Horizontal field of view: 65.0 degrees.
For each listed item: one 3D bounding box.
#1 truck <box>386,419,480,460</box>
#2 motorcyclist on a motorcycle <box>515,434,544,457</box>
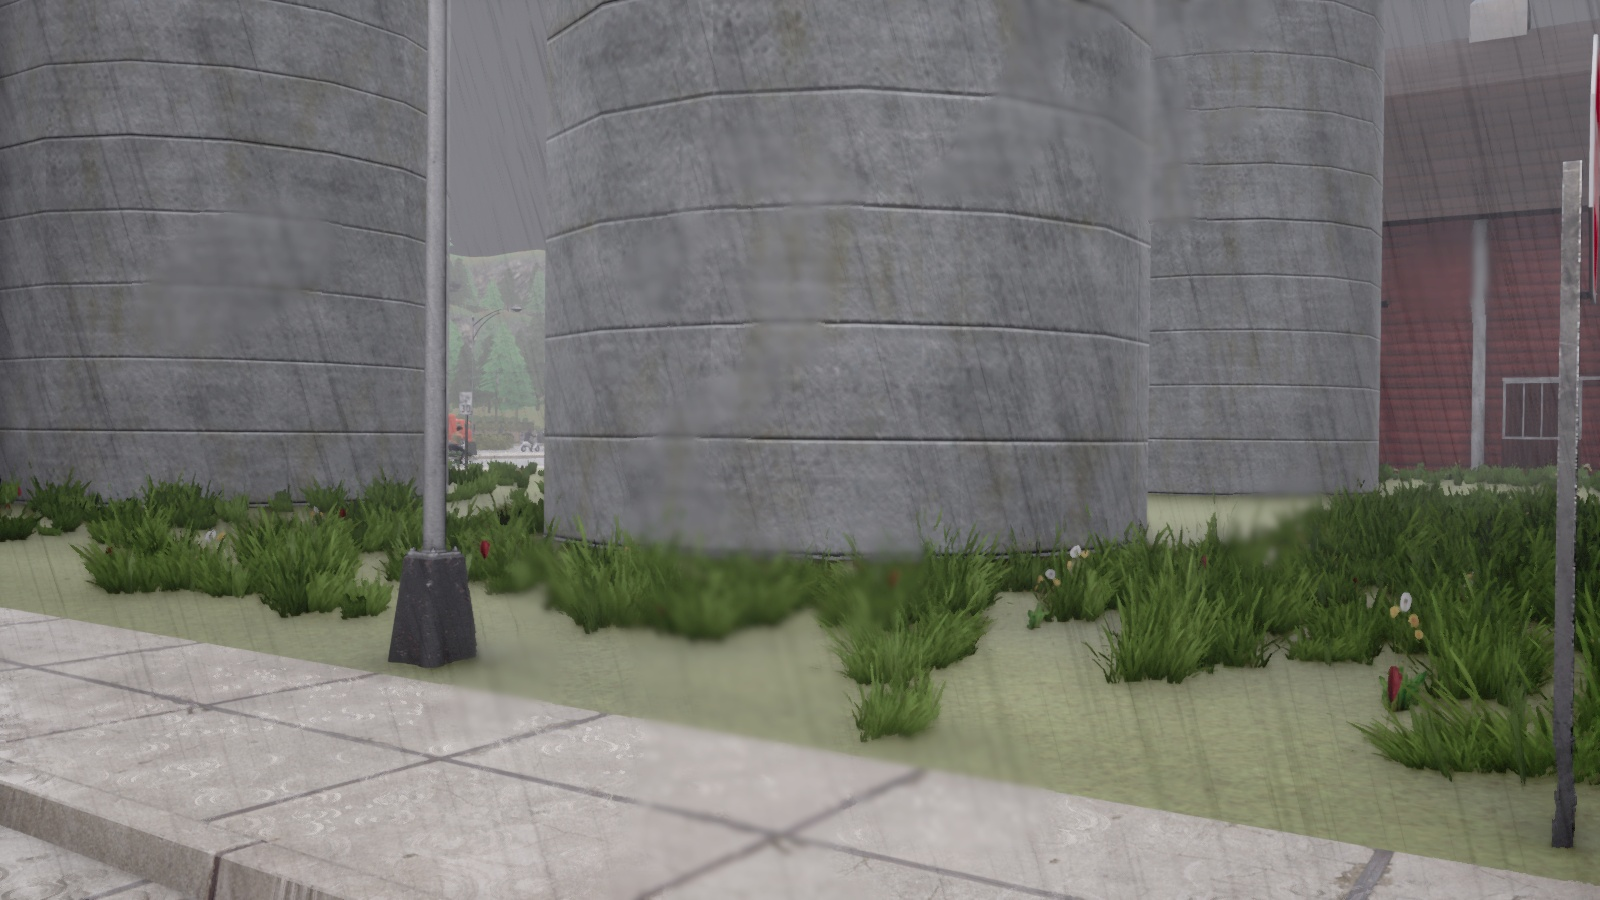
[{"bbox_3d":[-23.120,-0.640,79.295,2.627,2.467,5.204,0,0,33],"label":"truck"},{"bbox_3d":[-18.560,-0.325,86.273,0.866,1.590,1.817,0,1,33],"label":"motorcyclist on a motorcycle"}]
